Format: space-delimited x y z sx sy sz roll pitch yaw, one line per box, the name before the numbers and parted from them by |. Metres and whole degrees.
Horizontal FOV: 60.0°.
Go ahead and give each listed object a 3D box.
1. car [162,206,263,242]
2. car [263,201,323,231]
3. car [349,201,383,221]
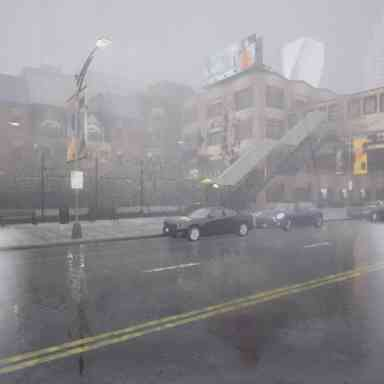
car | 0.893 1.478 16.667 5.008 1.535 2.097 0 0 -36
car | 6.042 1.353 20.511 4.553 1.767 2.185 0 0 -36
car | 14.835 1.480 26.740 4.892 1.521 2.231 0 0 -26
